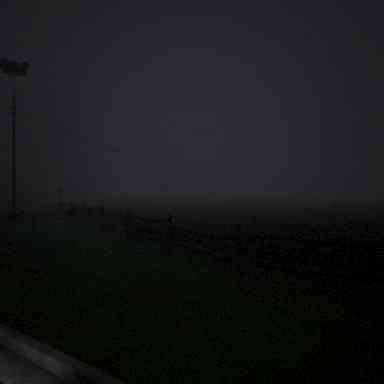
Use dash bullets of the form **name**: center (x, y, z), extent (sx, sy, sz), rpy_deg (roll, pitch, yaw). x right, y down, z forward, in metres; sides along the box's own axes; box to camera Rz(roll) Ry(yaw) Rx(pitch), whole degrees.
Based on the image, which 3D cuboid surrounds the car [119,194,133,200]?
- **car**: center (-16.750, 1.234, 84.120), extent (1.895, 1.301, 4.718), rpy_deg (0, 0, 10)

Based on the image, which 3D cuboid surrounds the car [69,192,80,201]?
- **car**: center (-25.480, 1.008, 75.100), extent (2.150, 2.045, 5.566), rpy_deg (0, 0, 10)

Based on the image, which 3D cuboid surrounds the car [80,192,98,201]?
- **car**: center (-22.035, 1.017, 74.482), extent (2.150, 2.045, 5.566), rpy_deg (0, 0, 10)

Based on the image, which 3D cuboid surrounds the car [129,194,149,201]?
- **car**: center (-11.627, 1.427, 73.039), extent (1.895, 1.301, 4.718), rpy_deg (0, 0, 10)

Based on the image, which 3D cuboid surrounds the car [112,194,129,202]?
- **car**: center (-15.151, 1.289, 73.217), extent (1.882, 1.535, 5.008), rpy_deg (0, 0, 10)

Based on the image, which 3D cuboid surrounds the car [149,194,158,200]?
- **car**: center (-9.865, 1.136, 82.854), extent (1.882, 1.535, 5.008), rpy_deg (0, 0, 10)

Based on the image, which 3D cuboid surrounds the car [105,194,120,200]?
- **car**: center (-20.195, 1.224, 84.739), extent (1.895, 1.301, 4.718), rpy_deg (0, 0, 10)

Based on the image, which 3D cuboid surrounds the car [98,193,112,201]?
- **car**: center (-18.517, 1.407, 74.275), extent (1.895, 1.301, 4.718), rpy_deg (0, 0, 10)

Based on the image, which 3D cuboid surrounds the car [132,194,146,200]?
- **car**: center (-13.305, 1.244, 83.502), extent (1.895, 1.301, 4.718), rpy_deg (0, 0, 10)

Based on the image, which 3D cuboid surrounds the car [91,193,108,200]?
- **car**: center (-23.645, 1.145, 85.327), extent (2.128, 1.511, 4.902), rpy_deg (0, 0, 10)
